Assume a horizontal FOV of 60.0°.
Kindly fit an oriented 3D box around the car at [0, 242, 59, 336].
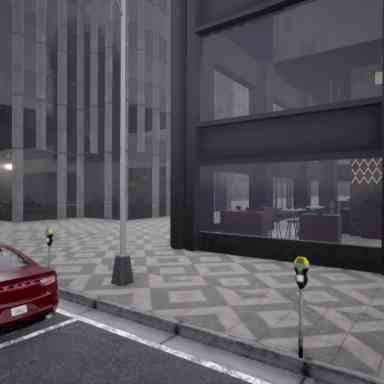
[{"bbox_3d":[-4.265,1.544,6.018,4.507,1.381,1.887,0,0,36],"label":"car"}]
